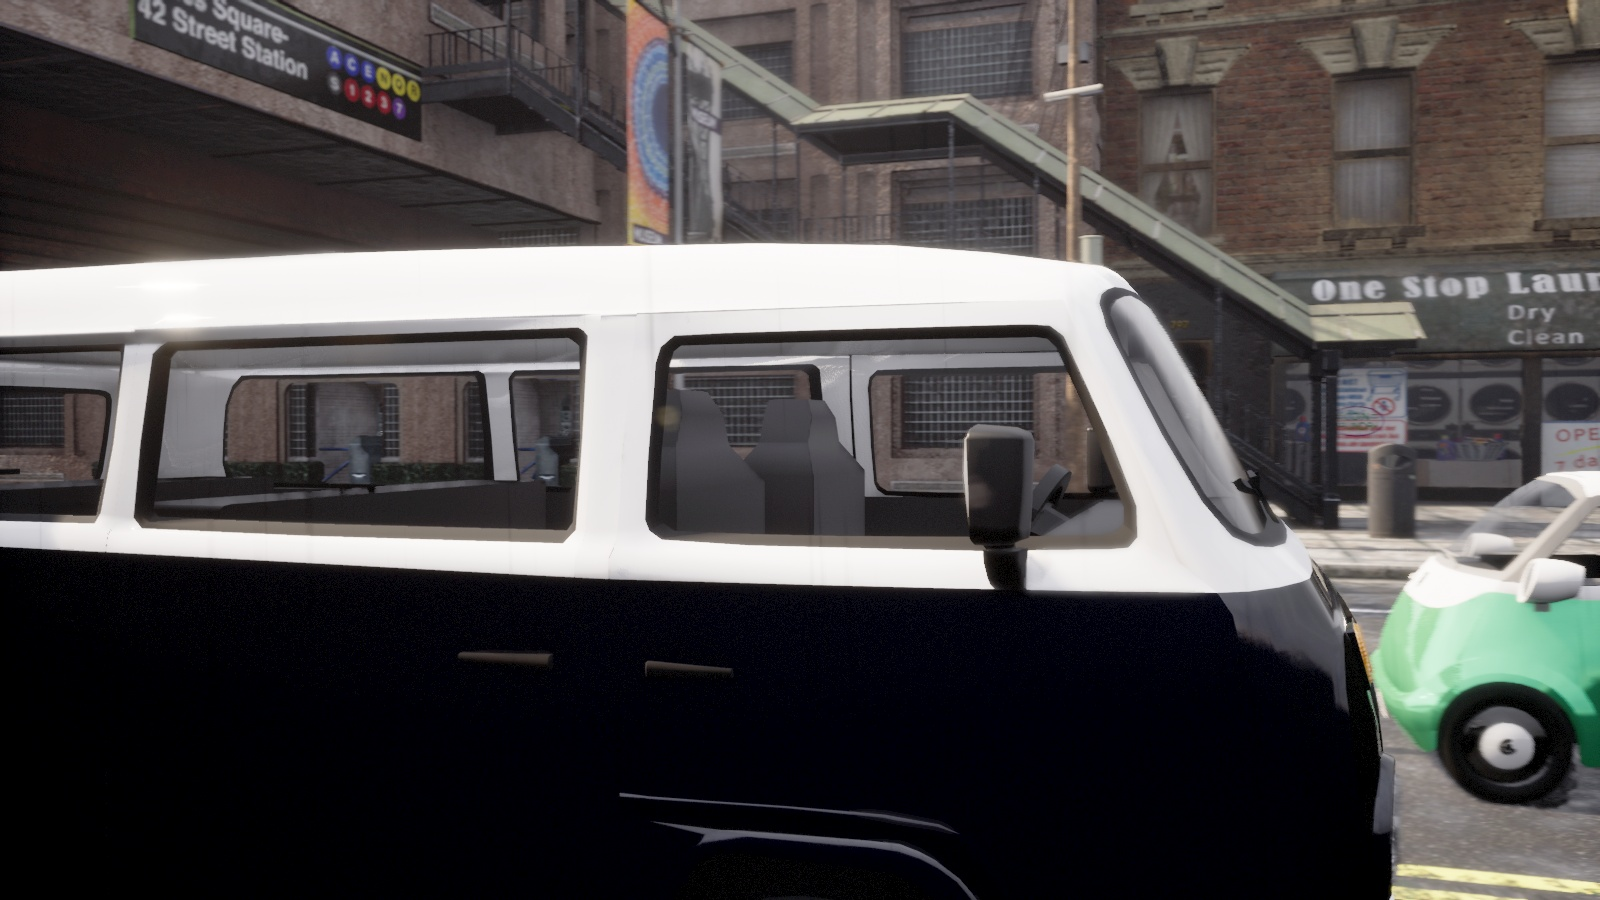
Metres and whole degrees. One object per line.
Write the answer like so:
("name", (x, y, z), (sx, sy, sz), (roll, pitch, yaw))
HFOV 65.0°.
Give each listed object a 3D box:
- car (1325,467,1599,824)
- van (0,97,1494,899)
("car", (3.631, 0.804, 5.666), (2.207, 1.376, 1.481), (1, 1, 19))
("van", (-0.827, 0.491, 3.467), (4.480, 2.038, 2.069), (1, 1, 19))
